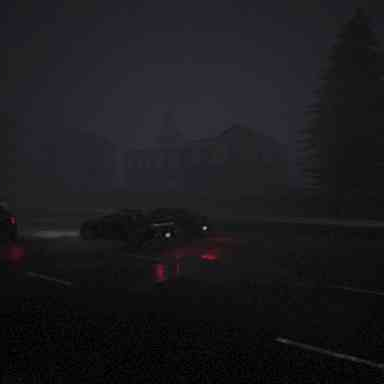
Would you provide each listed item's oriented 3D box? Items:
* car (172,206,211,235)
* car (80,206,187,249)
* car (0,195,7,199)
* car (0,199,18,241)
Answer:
[{"bbox_3d":[-1.331,1.514,17.823,4.892,1.490,1.837,0,0,36],"label":"car"},{"bbox_3d":[-2.930,1.499,14.662,4.902,1.511,2.128,0,0,36],"label":"car"},{"bbox_3d":[-18.852,1.244,30.341,5.566,2.045,2.150,0,0,36],"label":"car"},{"bbox_3d":[-10.168,1.364,15.541,4.553,1.767,2.097,0,0,36],"label":"car"}]
